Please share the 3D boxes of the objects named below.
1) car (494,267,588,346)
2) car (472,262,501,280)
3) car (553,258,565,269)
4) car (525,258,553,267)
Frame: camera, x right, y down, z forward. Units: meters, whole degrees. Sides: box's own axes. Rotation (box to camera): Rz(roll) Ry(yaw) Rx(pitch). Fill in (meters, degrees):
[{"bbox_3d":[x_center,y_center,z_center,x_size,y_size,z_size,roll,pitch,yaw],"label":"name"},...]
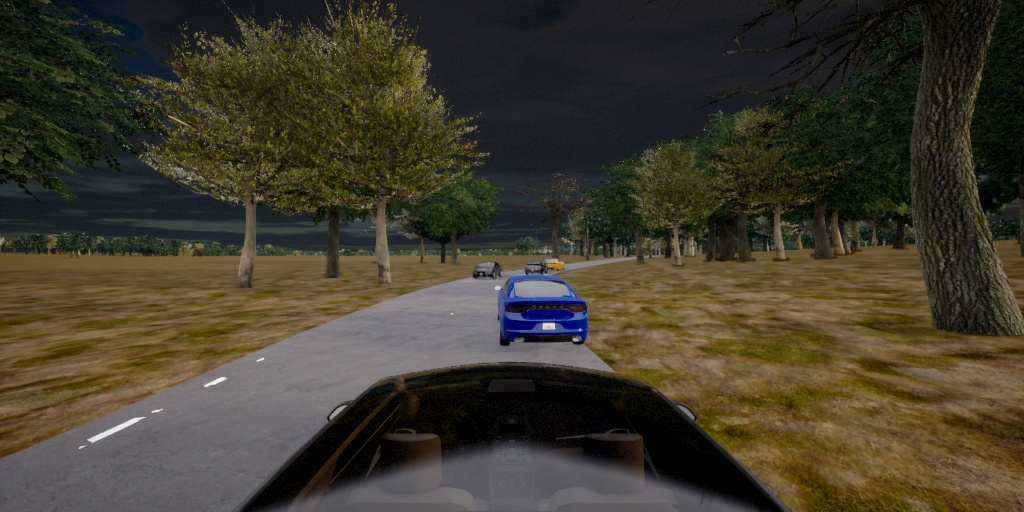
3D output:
[{"bbox_3d":[0.577,1.228,9.513,1.882,1.535,5.008,0,0,-3],"label":"car"},{"bbox_3d":[-2.088,1.255,31.770,1.837,1.490,4.892,0,0,11],"label":"car"},{"bbox_3d":[5.775,1.149,48.374,1.882,1.535,5.008,0,1,21],"label":"car"},{"bbox_3d":[2.680,1.234,38.481,2.128,1.511,4.902,0,0,15],"label":"car"}]
